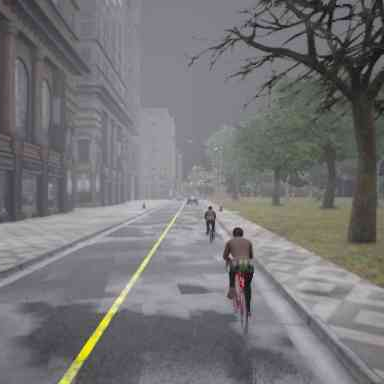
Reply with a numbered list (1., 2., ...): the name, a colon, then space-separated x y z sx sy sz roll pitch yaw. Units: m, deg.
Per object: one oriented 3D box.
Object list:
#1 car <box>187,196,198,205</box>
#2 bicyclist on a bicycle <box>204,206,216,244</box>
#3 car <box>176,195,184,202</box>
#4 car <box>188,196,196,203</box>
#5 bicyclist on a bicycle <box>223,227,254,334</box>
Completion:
1. car: 0.107 1.473 64.289 2.097 1.767 4.553 0 0 0
2. bicyclist on a bicycle: 0.827 1.463 14.806 0.582 1.620 1.656 0 0 0
3. car: -2.990 1.585 84.197 2.097 1.767 4.553 0 0 0
4. car: 0.011 1.697 74.810 1.812 1.442 4.674 0 0 0
5. bicyclist on a bicycle: 0.826 1.455 5.807 0.582 1.620 1.656 0 0 0
